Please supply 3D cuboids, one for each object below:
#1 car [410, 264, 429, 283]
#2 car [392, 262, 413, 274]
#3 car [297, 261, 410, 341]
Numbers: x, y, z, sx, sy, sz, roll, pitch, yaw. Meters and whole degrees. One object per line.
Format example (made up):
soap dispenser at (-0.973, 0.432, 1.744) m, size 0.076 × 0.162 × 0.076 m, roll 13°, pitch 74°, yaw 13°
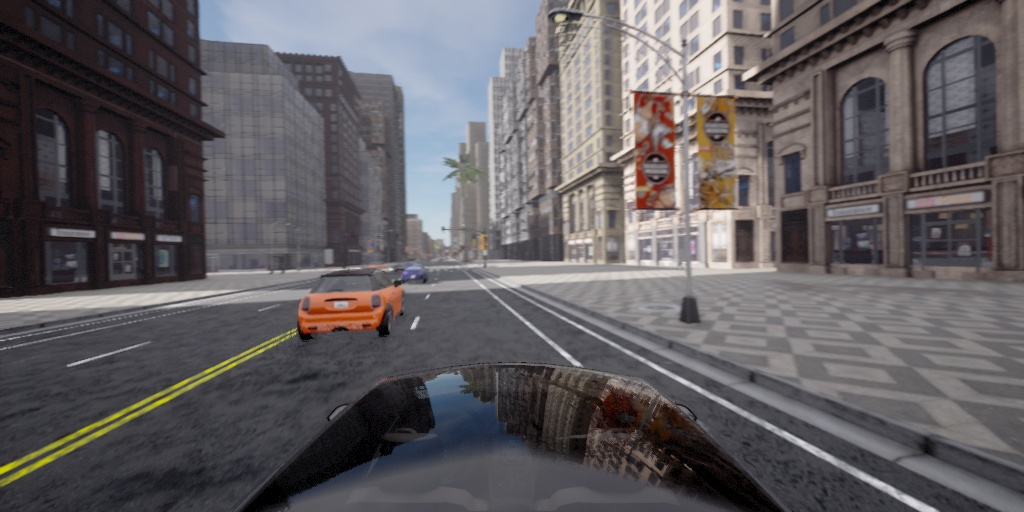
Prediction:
car at (-7.788, 1.382, 28.992) m, size 1.812 × 1.442 × 4.674 m, roll -1°, pitch 0°, yaw -10°
car at (-14.736, 1.524, 48.385) m, size 2.033 × 1.411 × 5.357 m, roll -1°, pitch 0°, yaw -10°
car at (-4.448, 1.181, 10.623) m, size 2.097 × 1.767 × 4.553 m, roll -1°, pitch 0°, yaw -10°
